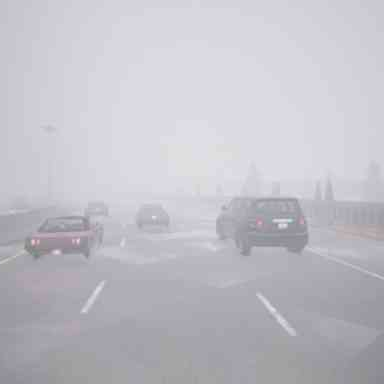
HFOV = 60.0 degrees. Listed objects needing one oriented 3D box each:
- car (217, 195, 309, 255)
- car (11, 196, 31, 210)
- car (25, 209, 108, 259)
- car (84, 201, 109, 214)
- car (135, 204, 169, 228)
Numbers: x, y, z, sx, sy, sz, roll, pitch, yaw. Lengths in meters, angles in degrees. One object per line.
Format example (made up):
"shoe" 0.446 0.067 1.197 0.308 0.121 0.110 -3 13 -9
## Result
"car" 2.492 1.134 13.077 2.150 2.045 5.566 0 0 -8
"car" -21.129 1.241 41.062 2.097 1.767 4.553 -1 0 -28
"car" -4.480 1.546 12.451 1.895 1.301 4.718 0 0 -8
"car" -8.442 1.434 29.304 1.994 1.385 4.181 0 0 -18
"car" -2.667 1.449 21.608 1.994 1.385 4.181 0 0 -12
